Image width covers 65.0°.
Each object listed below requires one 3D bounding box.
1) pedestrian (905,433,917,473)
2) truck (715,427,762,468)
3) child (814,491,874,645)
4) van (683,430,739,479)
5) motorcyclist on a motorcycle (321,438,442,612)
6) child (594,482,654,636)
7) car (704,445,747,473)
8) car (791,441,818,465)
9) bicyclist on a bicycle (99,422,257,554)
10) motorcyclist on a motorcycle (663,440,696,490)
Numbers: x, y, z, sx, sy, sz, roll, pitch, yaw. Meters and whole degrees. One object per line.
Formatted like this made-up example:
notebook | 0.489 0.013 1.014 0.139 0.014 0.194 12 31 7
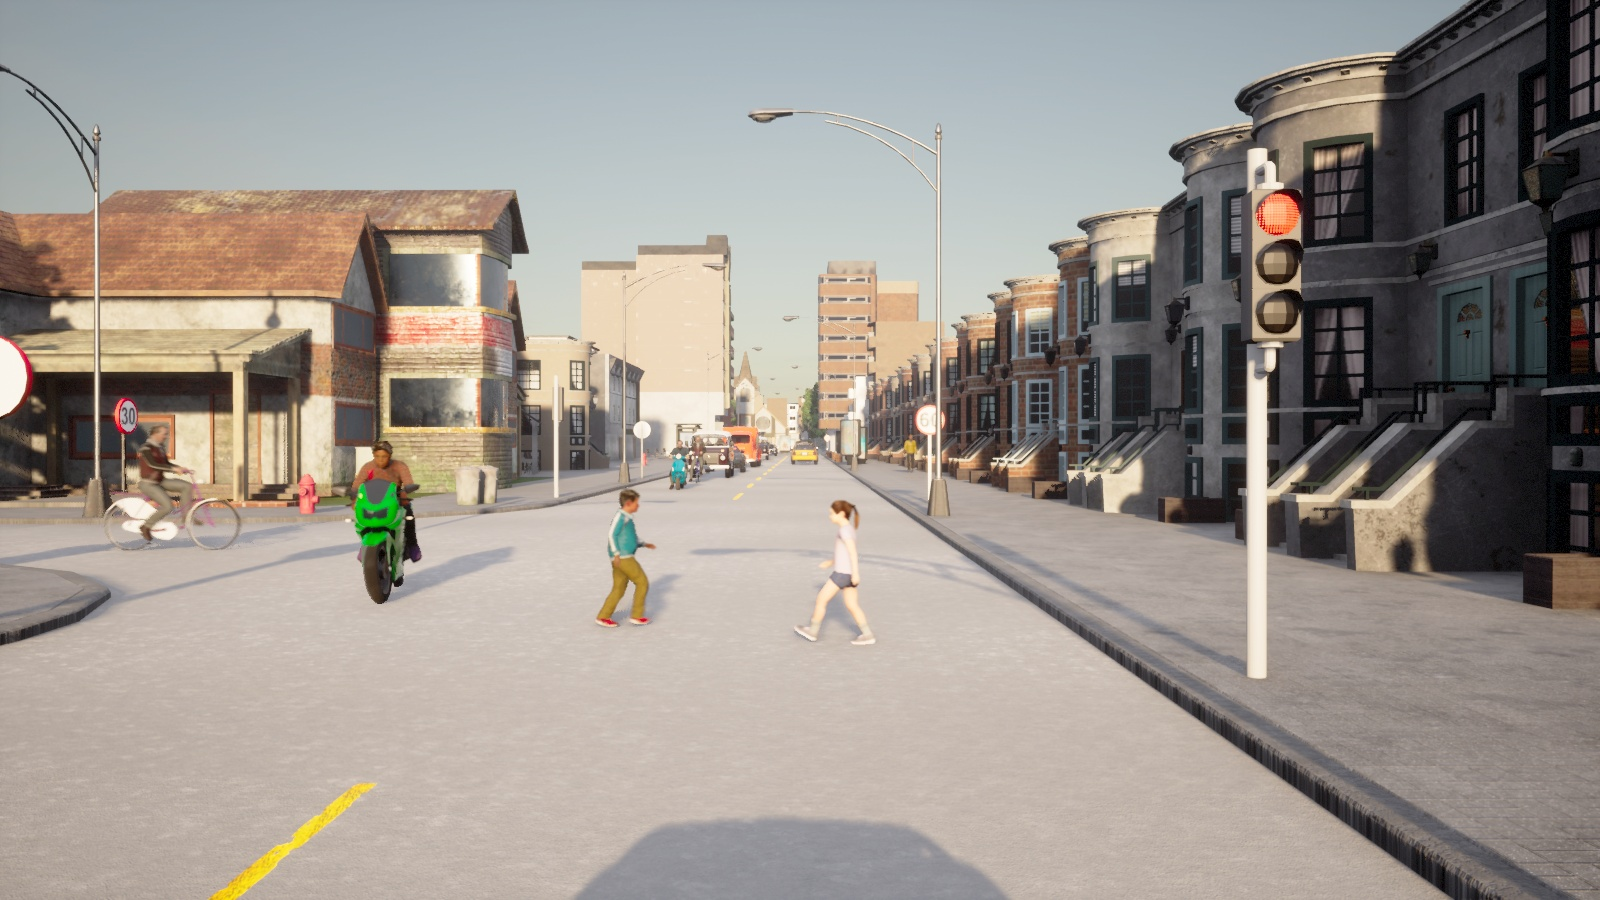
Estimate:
pedestrian | 5.099 0.135 57.645 0.431 1.840 0.709 0 0 -3
truck | -3.725 -0.186 77.468 2.627 2.467 5.204 0 1 0
child | 0.329 0.865 9.306 0.394 1.110 0.255 0 0 14
van | -3.807 0.160 54.387 2.069 2.038 4.480 0 0 0
motorcyclist on a motorcycle | -4.016 0.656 12.203 0.797 1.523 2.044 -2 1 -11
child | -1.417 0.862 10.089 0.448 1.192 0.343 0 0 -12
car | -3.775 0.444 64.332 1.994 1.385 4.181 0 0 0
car | 0.316 0.191 87.578 1.801 1.575 5.366 0 0 0
bicyclist on a bicycle | -8.563 0.512 17.323 1.843 1.776 0.659 0 0 -2
motorcyclist on a motorcycle | -3.856 0.469 40.343 0.866 1.590 1.817 0 0 0
